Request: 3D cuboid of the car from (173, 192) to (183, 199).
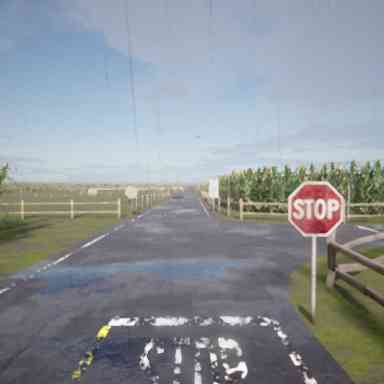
[{"bbox_3d":[-2.749,0.737,66.269,1.994,1.385,4.181,0,1,0],"label":"car"}]
